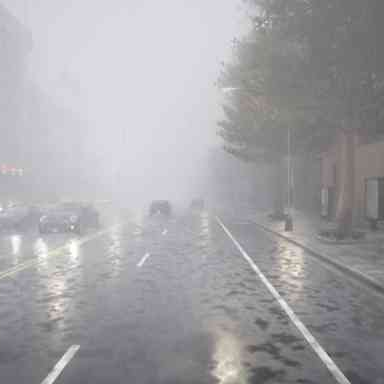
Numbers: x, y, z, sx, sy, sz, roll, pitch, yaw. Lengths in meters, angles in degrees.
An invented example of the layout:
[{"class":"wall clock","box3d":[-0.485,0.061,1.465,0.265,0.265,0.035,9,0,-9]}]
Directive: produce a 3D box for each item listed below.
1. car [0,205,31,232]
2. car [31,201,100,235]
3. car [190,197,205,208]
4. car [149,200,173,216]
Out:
[{"class":"car","box3d":[-10.270,1.525,20.174,1.812,1.442,4.674,0,0,1]},{"class":"car","box3d":[-6.799,1.352,18.863,2.097,1.767,4.553,0,0,1]},{"class":"car","box3d":[0.740,1.504,47.427,1.837,1.490,4.892,0,0,1]},{"class":"car","box3d":[-2.968,1.503,32.215,1.837,1.490,4.892,0,0,1]}]
